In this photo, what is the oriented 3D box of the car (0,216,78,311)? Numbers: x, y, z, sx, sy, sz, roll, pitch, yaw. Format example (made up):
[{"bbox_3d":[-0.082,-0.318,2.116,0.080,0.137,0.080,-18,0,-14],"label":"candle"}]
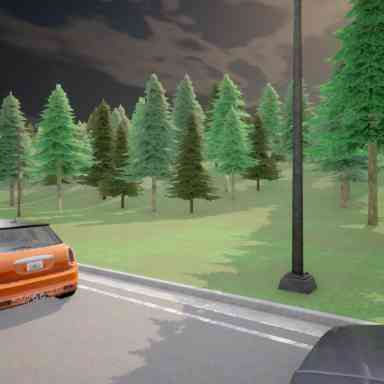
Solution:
[{"bbox_3d":[-4.571,1.352,7.253,4.553,1.767,2.097,0,0,36],"label":"car"}]

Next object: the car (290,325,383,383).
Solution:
[{"bbox_3d":[3.230,1.547,1.691,5.357,1.411,2.033,0,0,36],"label":"car"}]
